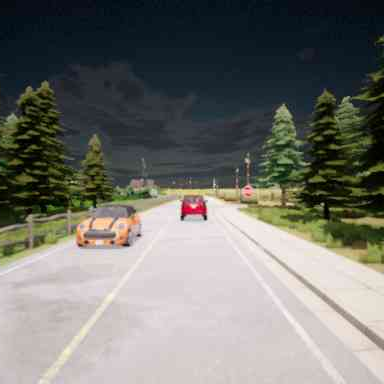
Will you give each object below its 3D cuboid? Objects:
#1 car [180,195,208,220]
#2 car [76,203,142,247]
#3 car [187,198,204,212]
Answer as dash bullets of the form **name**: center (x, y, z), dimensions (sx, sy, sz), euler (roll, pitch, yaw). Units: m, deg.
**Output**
- **car**: center (0.176, 1.236, 28.000), dimensions (2.150, 2.045, 5.566), euler (0, 0, 1)
- **car**: center (-3.566, 1.359, 15.039), dimensions (2.097, 1.767, 4.553), euler (0, 0, 0)
- **car**: center (0.486, 1.501, 41.069), dimensions (1.882, 1.535, 5.008), euler (0, 0, 2)
